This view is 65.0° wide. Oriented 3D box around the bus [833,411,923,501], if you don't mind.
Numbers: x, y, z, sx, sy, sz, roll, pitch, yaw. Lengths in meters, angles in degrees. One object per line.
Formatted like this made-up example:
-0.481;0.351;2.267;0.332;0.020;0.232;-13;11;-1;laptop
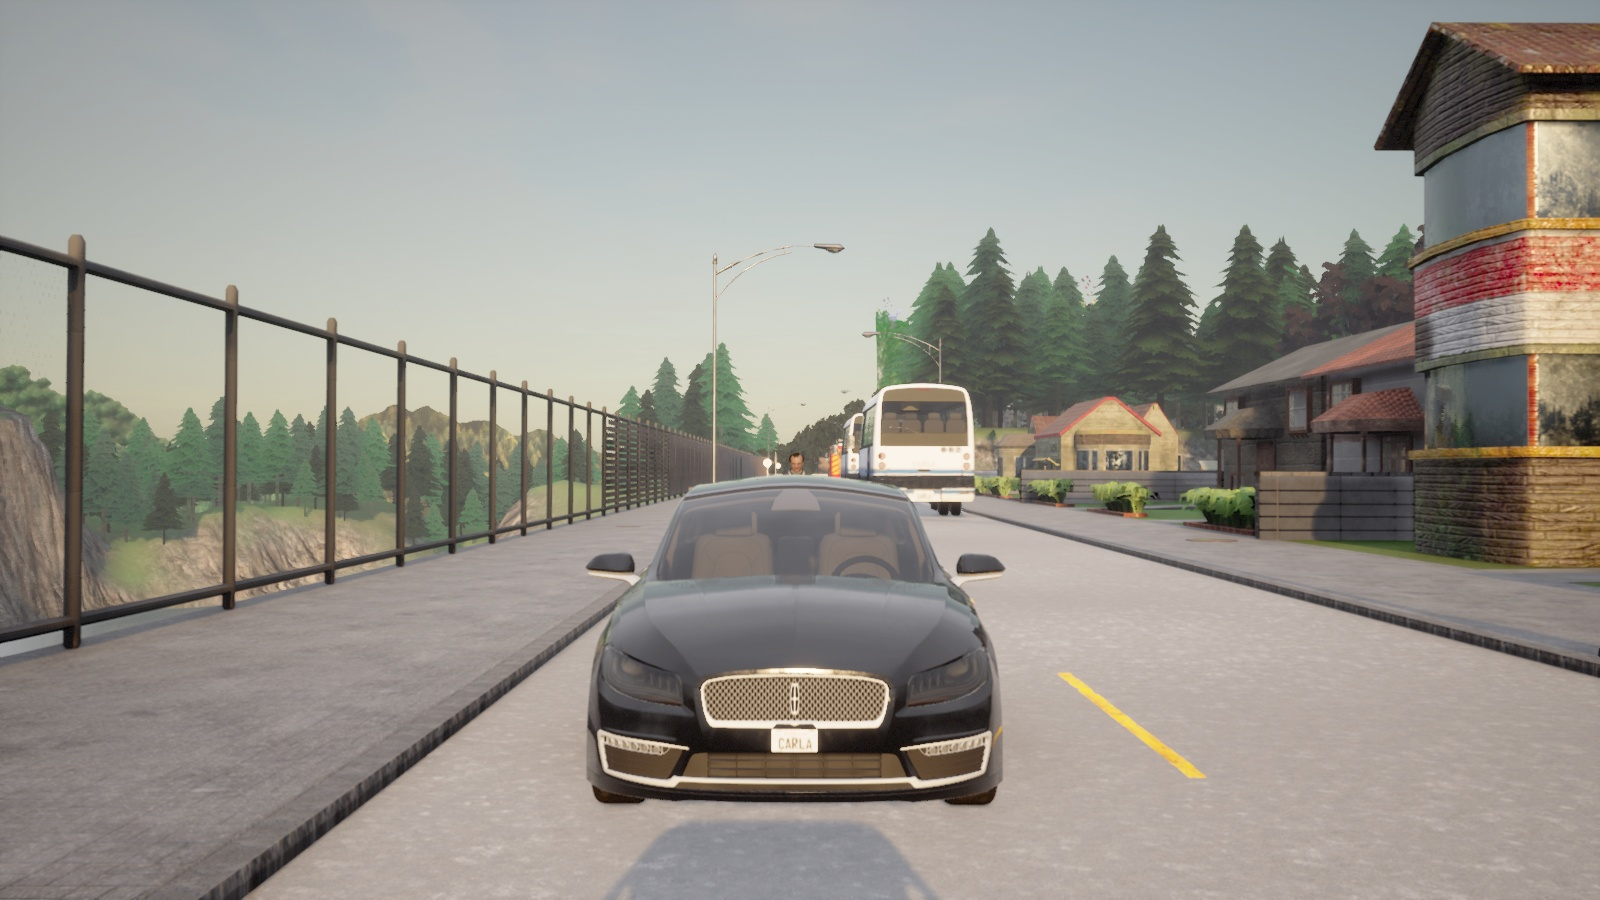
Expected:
3.838;0.360;64.454;3.944;4.253;10.273;0;-1;0;bus

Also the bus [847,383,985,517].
3.885;0.075;44.963;3.944;4.253;10.273;0;-1;0;bus

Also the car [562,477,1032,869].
-0.018;0.923;7.366;1.837;1.490;4.892;0;-1;0;car
